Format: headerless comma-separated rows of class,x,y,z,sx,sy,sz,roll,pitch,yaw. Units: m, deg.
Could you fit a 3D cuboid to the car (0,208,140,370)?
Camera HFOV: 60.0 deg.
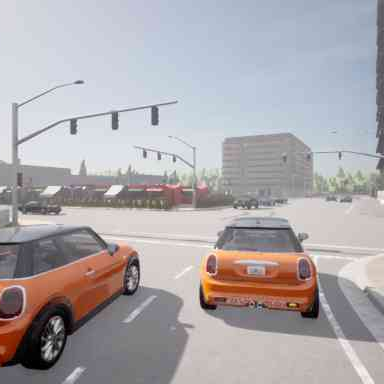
car,-2.517,1.352,6.008,2.097,1.767,4.553,0,0,9

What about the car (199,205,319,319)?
car,1.594,1.352,7.730,2.097,1.767,4.553,0,0,14

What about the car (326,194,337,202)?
car,33.309,1.355,79.361,2.097,1.767,4.553,0,0,27

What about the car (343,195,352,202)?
car,36.450,1.500,77.816,1.837,1.490,4.892,0,0,27

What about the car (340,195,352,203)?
car,31.886,1.595,68.980,1.895,1.301,4.718,0,0,27

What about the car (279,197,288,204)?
car,16.503,1.601,62.183,1.895,1.301,4.718,0,0,28

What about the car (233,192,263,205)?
car,7.304,1.221,44.482,2.150,2.045,5.566,0,0,27

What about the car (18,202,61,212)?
car,-15.694,1.656,34.351,4.718,1.301,1.895,0,0,28

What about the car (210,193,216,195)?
car,4.794,1.209,86.873,4.605,1.855,1.932,0,0,28

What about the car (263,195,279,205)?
car,11.887,1.352,53.336,2.097,1.767,4.553,0,0,27
